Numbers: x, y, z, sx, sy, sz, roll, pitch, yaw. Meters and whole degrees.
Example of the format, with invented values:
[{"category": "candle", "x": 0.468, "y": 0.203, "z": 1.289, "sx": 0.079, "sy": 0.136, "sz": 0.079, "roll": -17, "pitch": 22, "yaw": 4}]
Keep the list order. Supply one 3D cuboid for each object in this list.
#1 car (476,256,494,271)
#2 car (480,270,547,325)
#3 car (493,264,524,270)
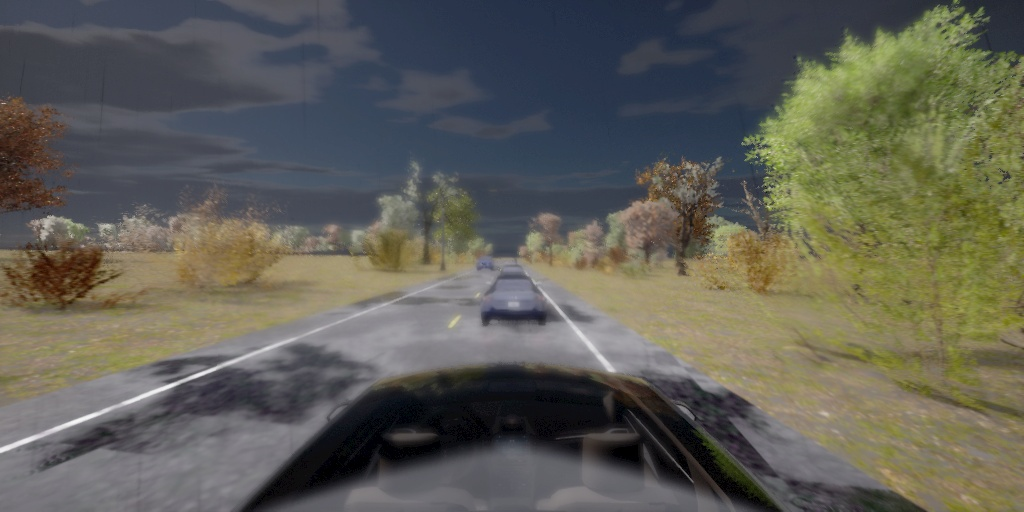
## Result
[{"category": "car", "x": -3.594, "y": 1.018, "z": 49.330, "sx": 2.150, "sy": 2.045, "sz": 5.566, "roll": 0, "pitch": 0, "yaw": 0}, {"category": "car", "x": 0.063, "y": 1.317, "z": 11.903, "sx": 1.994, "sy": 1.385, "sz": 4.181, "roll": 0, "pitch": 0, "yaw": 0}, {"category": "car", "x": 0.040, "y": 1.314, "z": 24.057, "sx": 2.033, "sy": 1.411, "sz": 5.357, "roll": 0, "pitch": 0, "yaw": 1}]
